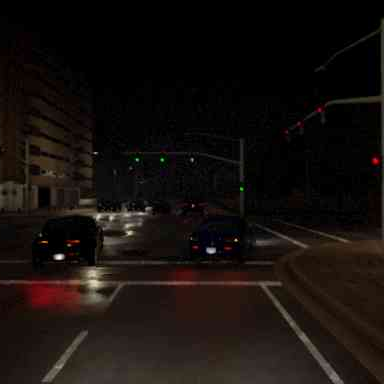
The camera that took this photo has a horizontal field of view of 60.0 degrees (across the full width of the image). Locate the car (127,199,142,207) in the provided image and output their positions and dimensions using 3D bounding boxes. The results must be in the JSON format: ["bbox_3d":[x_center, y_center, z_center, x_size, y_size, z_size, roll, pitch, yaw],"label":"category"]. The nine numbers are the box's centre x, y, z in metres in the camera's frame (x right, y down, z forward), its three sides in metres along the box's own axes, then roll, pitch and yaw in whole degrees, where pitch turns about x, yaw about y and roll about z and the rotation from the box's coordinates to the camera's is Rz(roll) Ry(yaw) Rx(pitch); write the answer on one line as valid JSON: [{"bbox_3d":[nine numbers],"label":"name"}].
[{"bbox_3d":[-10.514,1.973,60.995,1.812,1.442,4.674,0,-1,0],"label":"car"}]

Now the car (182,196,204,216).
[{"bbox_3d":[0.105,1.485,35.786,2.150,2.045,5.566,0,0,0],"label":"car"}]

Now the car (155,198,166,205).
[{"bbox_3d":[-6.993,1.999,73.880,2.033,1.411,5.357,0,0,0],"label":"car"}]

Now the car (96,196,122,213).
[{"bbox_3d":[-10.587,1.535,42.816,2.150,2.045,5.566,0,0,0],"label":"car"}]

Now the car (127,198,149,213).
[{"bbox_3d":[-7.084,1.816,42.586,1.837,1.490,4.892,0,0,0],"label":"car"}]

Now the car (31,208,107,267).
[{"bbox_3d":[-4.255,1.572,11.886,1.837,1.490,4.892,0,1,-11],"label":"car"}]

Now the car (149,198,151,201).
[{"bbox_3d":[-7.039,1.783,58.836,2.097,1.767,4.553,0,0,1],"label":"car"}]

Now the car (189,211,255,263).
[{"bbox_3d":[1.217,1.593,12.440,1.812,1.442,4.674,0,1,16],"label":"car"}]

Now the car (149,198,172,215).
[{"bbox_3d":[-3.396,1.758,38.183,1.882,1.535,5.008,0,0,0],"label":"car"}]
